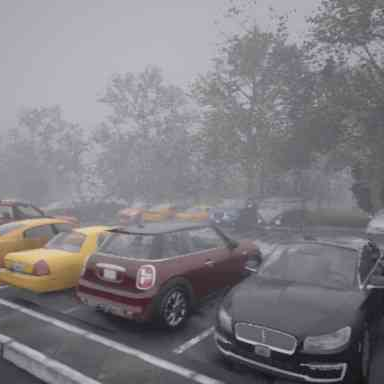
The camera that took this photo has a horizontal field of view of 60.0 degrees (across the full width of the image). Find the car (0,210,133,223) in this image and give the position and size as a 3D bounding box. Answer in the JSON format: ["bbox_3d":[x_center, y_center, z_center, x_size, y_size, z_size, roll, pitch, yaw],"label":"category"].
[{"bbox_3d":[-4.551,1.588,10.618,2.097,1.535,5.008,0,0,36],"label":"car"}]

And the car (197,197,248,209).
[{"bbox_3d":[3.071,1.334,21.219,2.435,2.045,5.566,0,0,36],"label":"car"}]

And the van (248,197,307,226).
[{"bbox_3d":[5.276,1.340,19.514,1.878,1.987,4.442,0,0,36],"label":"van"}]

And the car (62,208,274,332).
[{"bbox_3d":[-0.159,1.425,7.407,2.185,1.767,4.553,0,0,36],"label":"car"}]

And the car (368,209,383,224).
[{"bbox_3d":[9.859,1.567,16.345,2.002,1.452,4.674,0,0,36],"label":"car"}]

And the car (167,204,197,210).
[{"bbox_3d":[0.942,1.602,23.024,1.946,1.575,5.366,-1,0,36],"label":"car"}]

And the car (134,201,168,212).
[{"bbox_3d":[-1.525,1.625,24.574,2.097,1.535,5.008,0,0,36],"label":"car"}]

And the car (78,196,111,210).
[{"bbox_3d":[-8.284,1.393,29.507,2.435,2.045,5.566,0,0,36],"label":"car"}]

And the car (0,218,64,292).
[{"bbox_3d":[-2.185,1.566,9.141,1.946,1.575,5.366,0,0,36],"label":"car"}]

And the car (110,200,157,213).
[{"bbox_3d":[-3.761,1.514,26.237,2.185,1.767,4.553,0,0,36],"label":"car"}]

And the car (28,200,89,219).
[{"bbox_3d":[-12.928,1.613,32.605,1.946,1.575,5.366,1,0,36],"label":"car"}]

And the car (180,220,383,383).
[{"bbox_3d":[2.219,1.531,5.732,2.231,1.521,4.892,-1,0,36],"label":"car"}]

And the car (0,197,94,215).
[{"bbox_3d":[-6.788,1.357,12.278,2.435,2.045,5.566,0,0,36],"label":"car"}]

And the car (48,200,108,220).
[{"bbox_3d":[-10.557,1.634,31.124,2.097,1.535,5.008,0,0,36],"label":"car"}]
